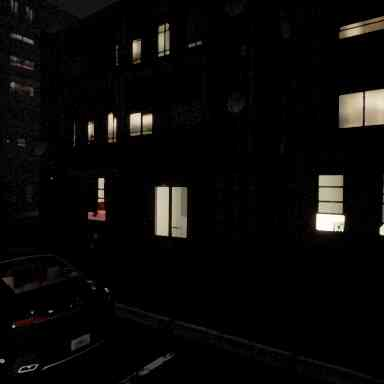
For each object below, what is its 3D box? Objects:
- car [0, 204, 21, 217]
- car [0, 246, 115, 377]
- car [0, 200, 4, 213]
[{"bbox_3d":[-19.161,1.760,32.056,1.895,1.301,4.718,1,0,36],"label":"car"},{"bbox_3d":[-3.103,1.549,5.230,4.403,1.369,2.008,0,1,36],"label":"car"},{"bbox_3d":[-23.287,1.622,36.212,2.008,1.369,4.403,1,0,36],"label":"car"}]
